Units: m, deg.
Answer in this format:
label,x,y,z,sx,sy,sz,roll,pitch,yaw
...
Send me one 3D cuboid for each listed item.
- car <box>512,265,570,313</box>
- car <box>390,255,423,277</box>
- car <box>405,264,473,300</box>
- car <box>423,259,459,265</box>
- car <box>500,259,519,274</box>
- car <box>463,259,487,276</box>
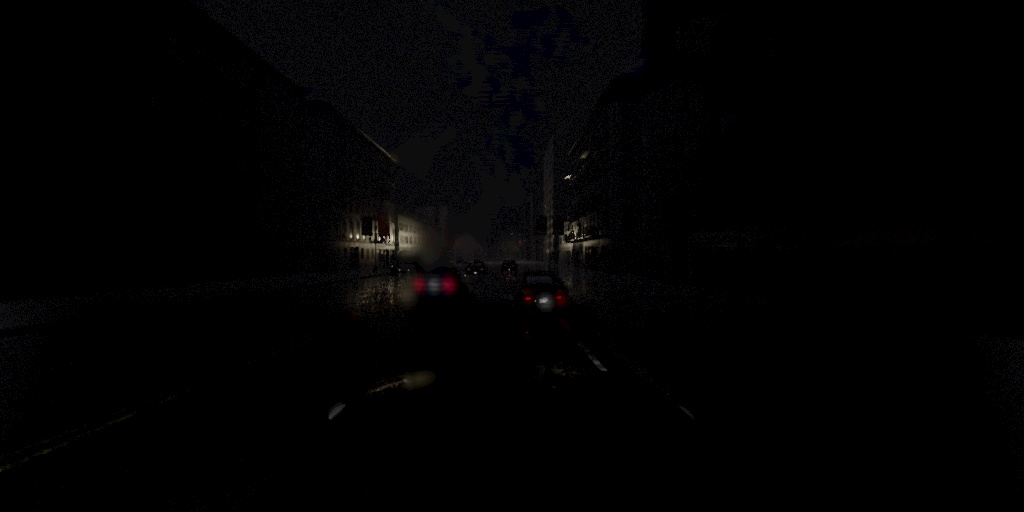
label,x,y,z,sx,sy,sz,roll,pitch,yaw
car,1.025,1.258,13.685,1.812,1.442,4.674,0,0,-1
car,-10.175,0.911,35.253,2.150,2.045,5.566,0,0,-1
car,-3.297,1.273,17.460,2.033,1.411,5.357,0,0,-1
car,-6.929,1.182,35.492,2.128,1.511,4.902,0,0,-1
car,-0.317,1.187,40.537,1.837,1.490,4.892,0,0,0
car,-3.484,1.291,36.131,1.895,1.301,4.718,0,0,-1
